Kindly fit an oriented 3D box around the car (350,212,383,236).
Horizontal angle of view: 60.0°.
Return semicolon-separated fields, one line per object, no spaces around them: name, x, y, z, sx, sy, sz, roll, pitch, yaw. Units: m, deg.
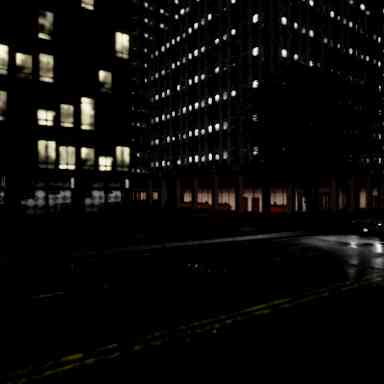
car;11.504;1.851;19.882;4.718;1.301;1.895;1;0;-36
